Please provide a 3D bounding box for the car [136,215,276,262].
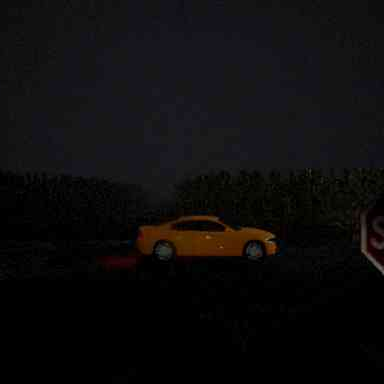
[{"bbox_3d":[0.496,1.611,12.139,5.008,1.535,1.882,0,0,0],"label":"car"}]
